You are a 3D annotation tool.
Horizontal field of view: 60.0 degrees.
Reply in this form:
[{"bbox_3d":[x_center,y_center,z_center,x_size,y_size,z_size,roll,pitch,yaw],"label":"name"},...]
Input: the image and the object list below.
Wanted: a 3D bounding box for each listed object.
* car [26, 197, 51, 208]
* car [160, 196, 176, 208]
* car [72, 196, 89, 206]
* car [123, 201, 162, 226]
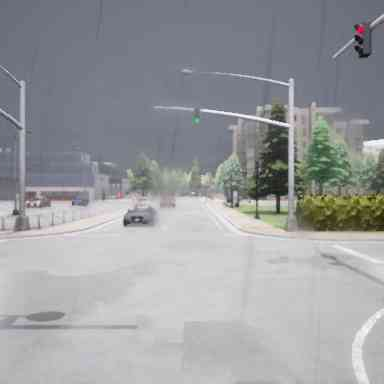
[{"bbox_3d":[-20.435,1.384,44.364,1.970,1.475,3.806,0,0,0],"label":"car"},{"bbox_3d":[-3.421,1.358,47.313,2.097,1.767,4.553,0,0,0],"label":"car"},{"bbox_3d":[-17.369,1.374,51.750,1.845,1.501,3.633,0,0,0],"label":"car"},{"bbox_3d":[-3.461,1.564,22.944,1.994,1.385,4.181,0,0,0],"label":"car"}]
